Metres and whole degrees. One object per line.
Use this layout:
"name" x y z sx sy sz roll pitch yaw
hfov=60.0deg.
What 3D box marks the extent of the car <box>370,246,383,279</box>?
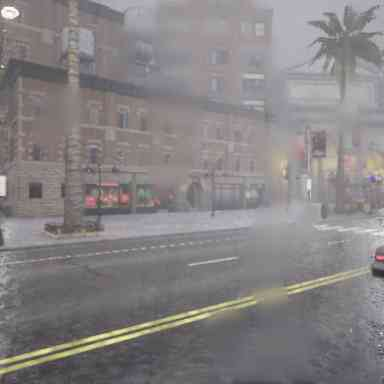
"car" 6.660 1.552 8.496 5.357 1.411 2.033 0 0 -36
